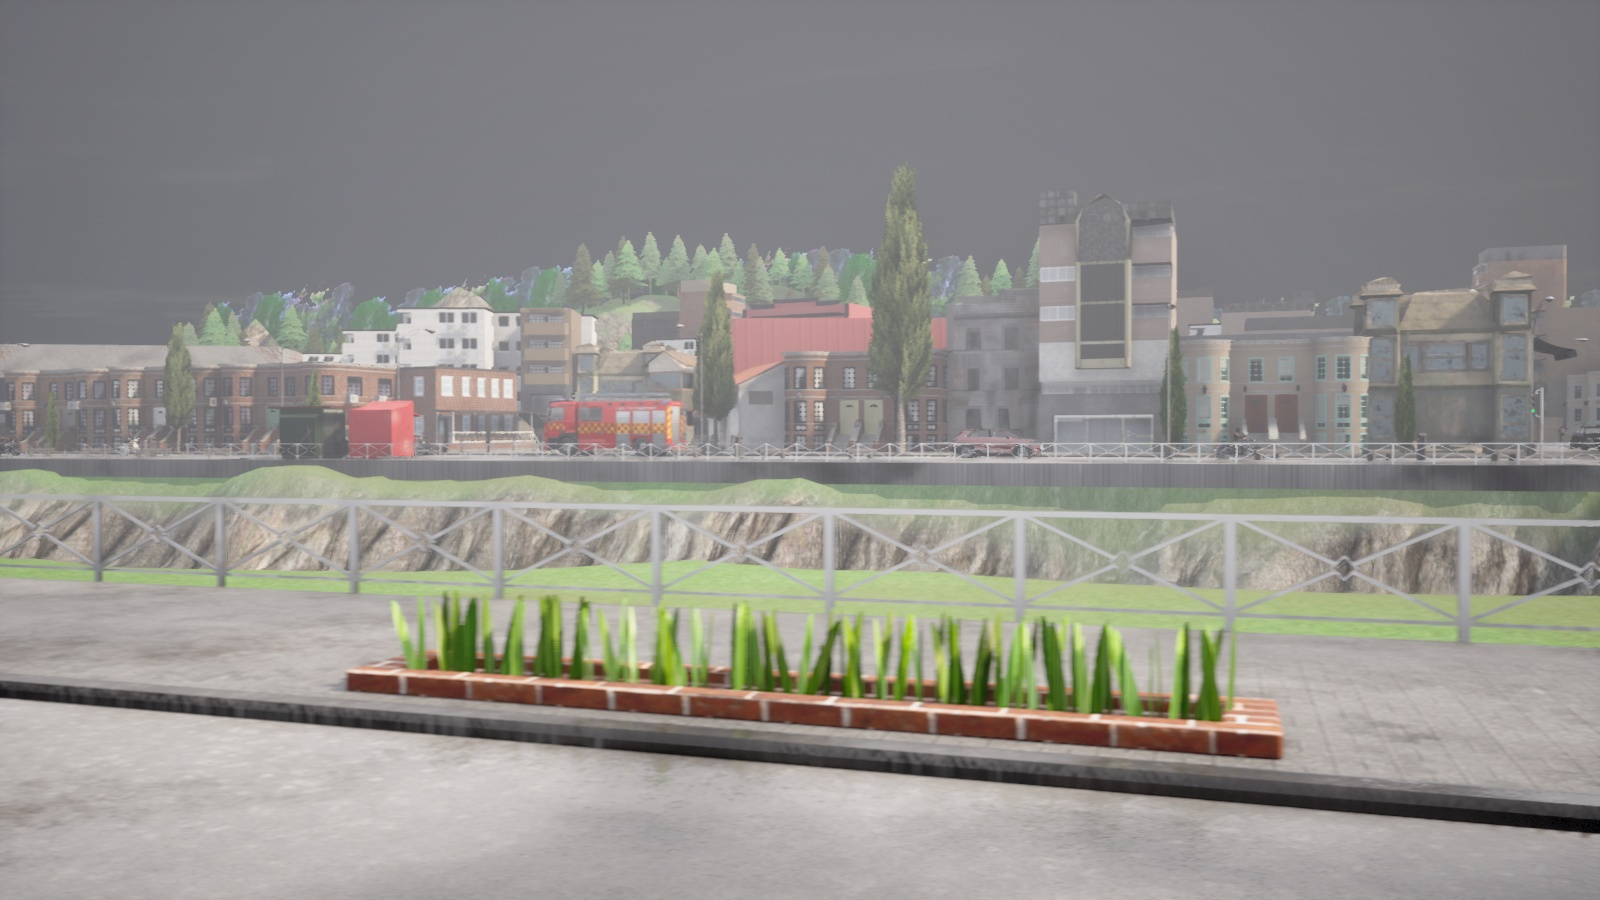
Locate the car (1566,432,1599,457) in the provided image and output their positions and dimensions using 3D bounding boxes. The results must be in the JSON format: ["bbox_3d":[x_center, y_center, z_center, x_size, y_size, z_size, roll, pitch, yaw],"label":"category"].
[{"bbox_3d":[53.056,-0.398,84.035,2.033,1.649,4.856,0,1,18],"label":"car"}]

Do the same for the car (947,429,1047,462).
[{"bbox_3d":[10.256,-0.242,65.348,4.856,1.649,2.033,0,1,18],"label":"car"}]

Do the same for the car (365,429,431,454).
[{"bbox_3d":[-26.143,-0.571,81.699,3.705,1.549,1.789,1,1,18],"label":"car"}]

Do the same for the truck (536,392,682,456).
[{"bbox_3d":[-11.691,-1.591,76.865,8.468,3.827,2.891,0,1,18],"label":"truck"}]

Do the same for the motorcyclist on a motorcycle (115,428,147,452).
[{"bbox_3d":[-44.532,-0.686,83.613,1.817,1.590,0.866,0,1,18],"label":"motorcyclist on a motorcycle"}]

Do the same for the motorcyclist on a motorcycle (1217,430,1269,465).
[{"bbox_3d":[21.692,-0.124,61.536,2.350,1.649,0.766,1,1,18],"label":"motorcyclist on a motorcycle"}]
